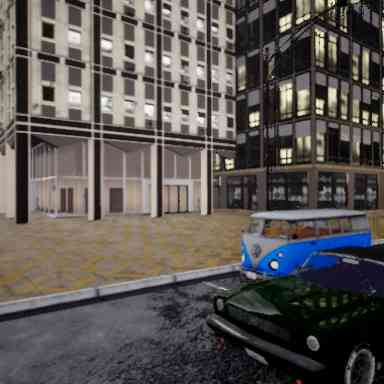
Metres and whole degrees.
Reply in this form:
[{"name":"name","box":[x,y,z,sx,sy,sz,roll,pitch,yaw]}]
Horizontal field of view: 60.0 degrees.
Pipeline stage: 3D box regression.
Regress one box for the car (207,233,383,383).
[{"name":"car","box":[2.547,1.613,5.183,4.718,1.301,1.895,0,0,-35]}]

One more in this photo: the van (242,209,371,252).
[{"name":"van","box":[3.059,1.362,8.732,3.998,1.788,1.690,0,0,-35]}]
